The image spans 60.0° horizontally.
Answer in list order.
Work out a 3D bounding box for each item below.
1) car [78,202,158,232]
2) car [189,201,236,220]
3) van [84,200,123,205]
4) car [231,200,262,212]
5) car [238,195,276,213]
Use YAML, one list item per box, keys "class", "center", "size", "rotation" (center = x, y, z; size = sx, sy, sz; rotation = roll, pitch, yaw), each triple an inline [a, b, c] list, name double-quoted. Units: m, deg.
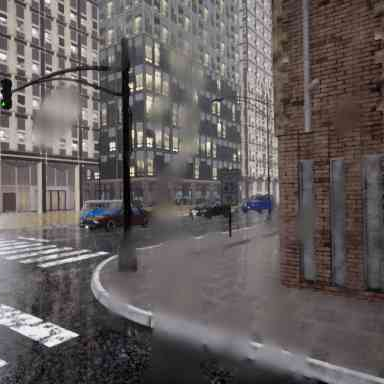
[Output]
- class: "car"
  center: [-4.446, 1.614, 21.115]
  size: [2.033, 1.411, 5.357]
  rotation: [-1, -1, 36]
- class: "car"
  center: [1.636, 1.578, 29.603]
  size: [2.128, 1.511, 4.902]
  rotation: [-1, -1, 36]
- class: "van"
  center: [-5.963, 1.460, 23.450]
  size: [1.690, 1.788, 3.998]
  rotation: [-2, -1, 36]
- class: "car"
  center: [6.871, 1.689, 41.360]
  size: [1.752, 1.417, 4.829]
  rotation: [-2, -1, 36]
- class: "car"
  center: [7.727, 1.329, 38.097]
  size: [2.150, 2.045, 5.566]
  rotation: [-1, -1, 36]
